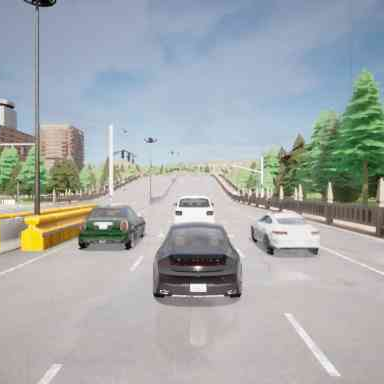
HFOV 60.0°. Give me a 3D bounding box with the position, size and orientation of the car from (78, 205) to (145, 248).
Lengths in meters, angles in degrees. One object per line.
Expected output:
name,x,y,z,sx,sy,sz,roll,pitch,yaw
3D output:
car,-3.383,1.351,14.803,2.097,1.767,4.553,0,0,0

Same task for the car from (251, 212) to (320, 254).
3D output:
car,3.612,1.526,13.399,1.812,1.442,4.674,0,0,0

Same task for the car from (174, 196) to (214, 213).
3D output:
car,0.122,1.223,19.330,2.150,2.045,5.566,0,0,0

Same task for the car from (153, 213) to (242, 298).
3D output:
car,0.112,1.505,8.496,1.837,1.490,4.892,0,0,0
